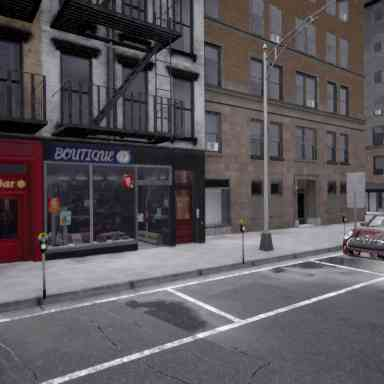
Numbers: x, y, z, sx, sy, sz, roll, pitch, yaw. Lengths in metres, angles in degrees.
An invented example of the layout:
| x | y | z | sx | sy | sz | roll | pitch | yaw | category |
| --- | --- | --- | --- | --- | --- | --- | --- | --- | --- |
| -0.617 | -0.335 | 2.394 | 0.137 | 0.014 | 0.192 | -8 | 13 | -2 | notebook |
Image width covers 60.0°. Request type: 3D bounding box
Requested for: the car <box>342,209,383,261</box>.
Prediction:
| x | y | z | sx | sy | sz | roll | pitch | yaw | category |
| --- | --- | --- | --- | --- | --- | --- | --- | --- | --- |
| 7.036 | 1.442 | 11.586 | 4.097 | 1.590 | 1.967 | 0 | -1 | -36 | car |

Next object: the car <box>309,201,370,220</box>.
| x | y | z | sx | sy | sz | roll | pitch | yaw | category |
| --- | --- | --- | --- | --- | --- | --- | --- | --- | --- |
| 13.916 | 1.665 | 31.696 | 1.882 | 1.535 | 5.008 | -1 | 0 | -37 | car |
